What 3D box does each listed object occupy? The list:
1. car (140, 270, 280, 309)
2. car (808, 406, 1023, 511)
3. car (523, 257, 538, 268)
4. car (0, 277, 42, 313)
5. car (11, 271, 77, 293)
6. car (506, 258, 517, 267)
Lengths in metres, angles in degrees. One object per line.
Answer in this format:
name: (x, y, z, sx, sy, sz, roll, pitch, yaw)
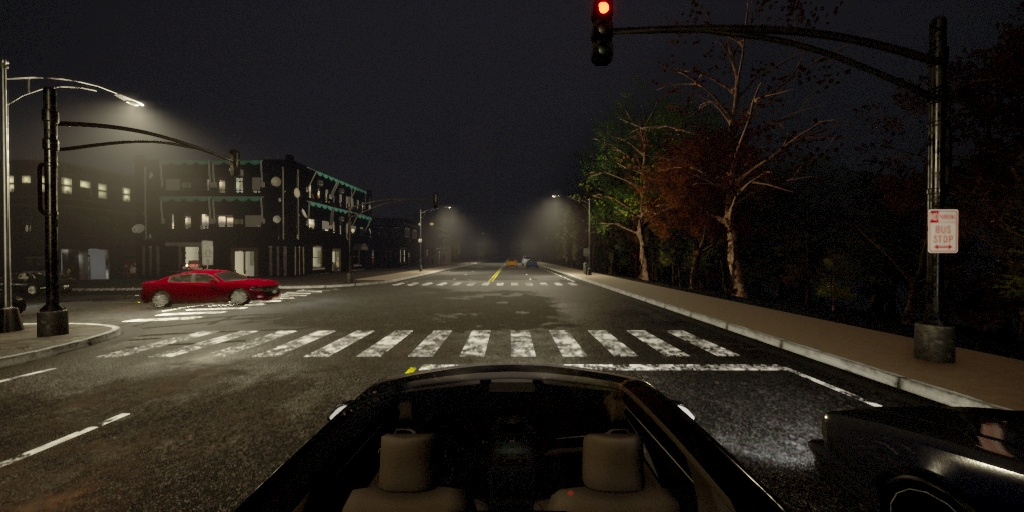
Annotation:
car: (-12.867, 1.346, 15.501, 5.008, 1.535, 1.882, -1, 1, -3)
car: (3.353, 1.298, 0.426, 2.033, 1.411, 5.357, 0, 0, 0)
car: (3.240, 1.276, 58.537, 2.033, 1.411, 5.357, 0, 0, 0)
car: (-19.968, 1.564, 12.541, 4.313, 1.339, 1.948, 0, 0, 0)
car: (-28.317, 1.559, 21.037, 4.403, 1.370, 2.007, 0, 0, 0)
car: (-0.021, 1.204, 63.034, 1.882, 1.535, 5.008, 0, 0, 0)
